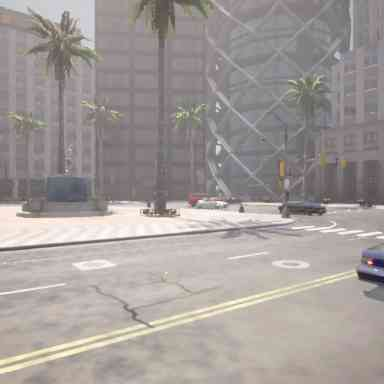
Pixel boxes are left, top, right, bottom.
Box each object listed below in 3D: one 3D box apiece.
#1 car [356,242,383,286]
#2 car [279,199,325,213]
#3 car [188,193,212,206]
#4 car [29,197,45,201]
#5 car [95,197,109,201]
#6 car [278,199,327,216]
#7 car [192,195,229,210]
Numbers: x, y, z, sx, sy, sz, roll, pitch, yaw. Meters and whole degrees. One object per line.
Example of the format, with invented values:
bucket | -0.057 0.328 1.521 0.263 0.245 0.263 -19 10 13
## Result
car | 6.197 1.547 8.193 5.357 1.411 2.033 0 0 -35
car | 12.181 1.525 37.137 1.812 1.442 4.674 0 0 -37
car | 2.068 1.222 48.626 5.566 2.045 2.150 0 0 36
car | -27.984 1.564 61.633 4.181 1.385 1.994 0 0 -10
car | -18.220 1.601 62.516 4.718 1.301 1.895 0 0 1
car | 10.782 1.600 32.619 1.895 1.301 4.718 0 0 -30
car | 2.666 1.525 43.520 4.674 1.442 1.812 0 0 43
